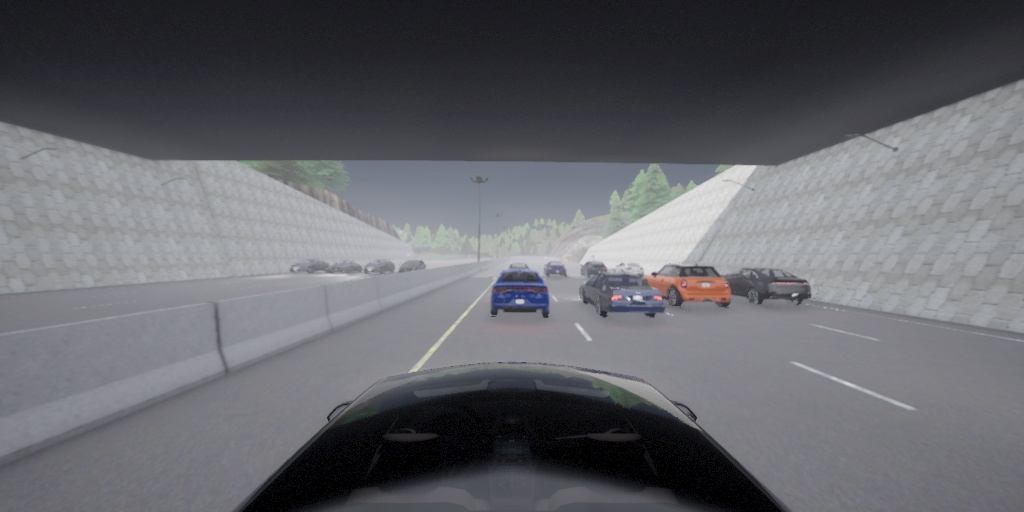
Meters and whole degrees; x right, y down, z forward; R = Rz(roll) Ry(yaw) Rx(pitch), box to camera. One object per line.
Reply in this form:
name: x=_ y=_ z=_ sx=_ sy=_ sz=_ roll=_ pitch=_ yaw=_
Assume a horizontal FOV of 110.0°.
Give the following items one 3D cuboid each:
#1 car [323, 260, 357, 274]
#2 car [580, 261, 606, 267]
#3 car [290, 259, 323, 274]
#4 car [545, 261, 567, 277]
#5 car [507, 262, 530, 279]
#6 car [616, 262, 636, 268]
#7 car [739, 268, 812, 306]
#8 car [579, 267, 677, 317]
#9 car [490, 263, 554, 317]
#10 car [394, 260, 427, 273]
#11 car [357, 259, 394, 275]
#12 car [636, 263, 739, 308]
car: x=-16.956 y=1.123 z=36.588 sx=1.994 sy=1.385 sz=4.181 roll=0 pitch=0 yaw=1
car: x=7.619 y=1.227 z=33.541 sx=1.837 sy=1.490 sz=4.892 roll=0 pitch=0 yaw=1
car: x=-20.456 y=1.030 z=36.494 sx=2.128 sy=1.511 sz=4.902 roll=0 pitch=0 yaw=1
car: x=4.120 y=1.224 z=34.424 sx=1.812 sy=1.442 sz=4.674 roll=0 pitch=0 yaw=1
car: x=0.595 y=1.282 z=32.204 sx=1.895 sy=1.301 sz=4.718 roll=0 pitch=0 yaw=1
car: x=11.118 y=1.269 z=34.278 sx=1.812 sy=1.442 sz=4.674 roll=0 pitch=0 yaw=1
car: x=10.832 y=1.276 z=16.107 sx=2.128 sy=1.511 sz=4.902 roll=0 pitch=0 yaw=1
car: x=3.783 y=1.294 z=13.176 sx=2.033 sy=1.411 sz=5.357 roll=0 pitch=0 yaw=1
car: x=0.281 y=1.202 z=13.155 sx=1.882 sy=1.535 sz=5.008 roll=0 pitch=0 yaw=1
car: x=-9.957 y=1.112 z=36.327 sx=1.837 sy=1.490 sz=4.892 roll=0 pitch=0 yaw=1
car: x=-13.451 y=1.074 z=36.597 sx=2.128 sy=1.511 sz=4.902 roll=0 pitch=0 yaw=1
car: x=7.323 y=1.115 z=15.591 sx=2.097 sy=1.767 sz=4.553 roll=0 pitch=0 yaw=1
